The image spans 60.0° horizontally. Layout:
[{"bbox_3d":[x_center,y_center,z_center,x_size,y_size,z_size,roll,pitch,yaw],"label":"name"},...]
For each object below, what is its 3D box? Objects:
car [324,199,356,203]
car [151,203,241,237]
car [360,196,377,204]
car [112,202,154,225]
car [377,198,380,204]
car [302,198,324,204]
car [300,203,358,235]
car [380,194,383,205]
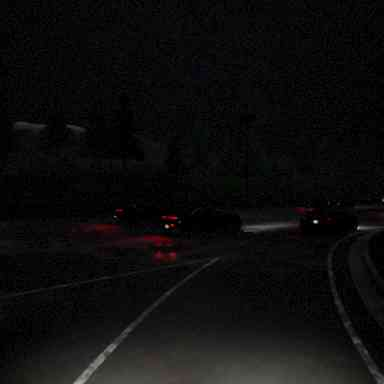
[{"bbox_3d":[19.628,1.512,43.513,4.718,1.301,1.895,0,0,-41],"label":"car"},{"bbox_3d":[0.596,1.455,17.864,4.902,1.511,2.128,0,0,-41],"label":"car"},{"bbox_3d":[31.576,1.429,58.554,5.357,1.411,2.033,0,0,-40],"label":"car"},{"bbox_3d":[-3.284,1.443,23.761,4.902,1.511,2.128,0,0,-41],"label":"car"},{"bbox_3d":[33.823,1.110,55.869,5.566,2.045,2.150,-1,0,-41],"label":"car"},{"bbox_3d":[17.393,1.507,46.206,4.718,1.301,1.895,0,0,-41],"label":"car"},{"bbox_3d":[7.802,1.526,18.793,1.994,1.385,4.181,0,0,42],"label":"car"},{"bbox_3d":[24.051,1.143,38.082,5.566,2.045,2.150,0,0,-41],"label":"car"}]
